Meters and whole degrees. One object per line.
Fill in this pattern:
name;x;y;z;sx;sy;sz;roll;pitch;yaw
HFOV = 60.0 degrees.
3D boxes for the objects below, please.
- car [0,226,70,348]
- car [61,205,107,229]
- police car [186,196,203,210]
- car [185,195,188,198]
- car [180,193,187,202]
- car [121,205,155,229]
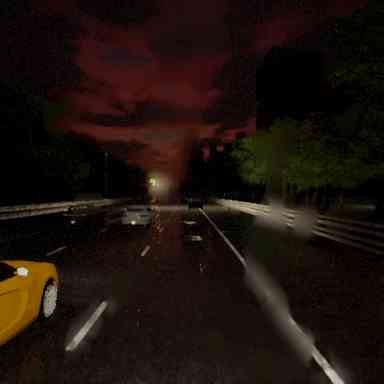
car;-3.418;1.497;4.240;1.882;1.535;5.008;0;0;0
car;-7.059;1.590;22.102;2.128;1.511;4.902;0;0;-1
police car;0.474;1.630;46.536;1.930;1.638;5.238;0;0;-1
car;0.049;1.743;62.492;1.882;1.535;5.008;0;0;-2
car;-1.570;1.538;79.824;2.097;1.767;4.553;0;0;-2
car;-3.563;1.625;22.406;1.812;1.442;4.674;0;0;-1
